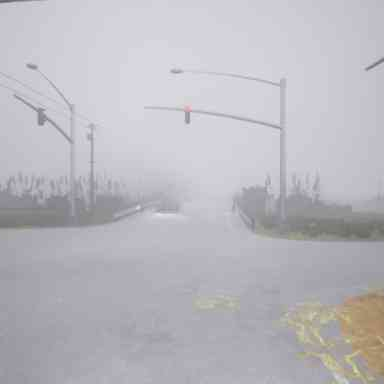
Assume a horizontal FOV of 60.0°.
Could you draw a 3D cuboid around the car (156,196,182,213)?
[{"bbox_3d":[-2.043,1.096,30.681,1.994,1.385,4.181,0,3,5],"label":"car"}]
